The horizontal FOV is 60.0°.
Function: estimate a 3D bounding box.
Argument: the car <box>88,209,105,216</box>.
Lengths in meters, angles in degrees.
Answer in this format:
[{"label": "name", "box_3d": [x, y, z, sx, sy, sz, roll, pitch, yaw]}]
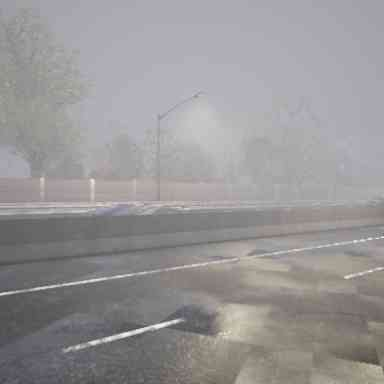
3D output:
[{"label": "car", "box_3d": [-5.649, 1.598, 25.745, 4.674, 1.442, 1.812, 0, 0, -35]}]

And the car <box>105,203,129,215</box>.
[{"label": "car", "box_3d": [-3.156, 1.568, 23.224, 4.902, 1.511, 2.128, 0, 0, -35]}]

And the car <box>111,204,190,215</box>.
[{"label": "car", "box_3d": [-2.066, 1.594, 19.705, 4.674, 1.442, 1.812, 1, 0, -35]}]

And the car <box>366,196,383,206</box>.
[{"label": "car", "box_3d": [28.430, 1.623, 49.939, 5.566, 2.045, 2.150, 1, 0, -35]}]
